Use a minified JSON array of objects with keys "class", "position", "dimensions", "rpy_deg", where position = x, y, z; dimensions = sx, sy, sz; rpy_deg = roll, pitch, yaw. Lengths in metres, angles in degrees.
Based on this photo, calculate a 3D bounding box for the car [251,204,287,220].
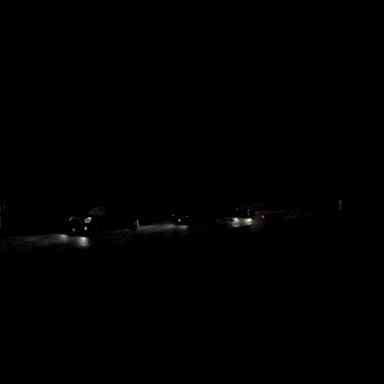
[{"class":"car","position":[8.407,2.217,35.214],"dimensions":[1.895,1.301,4.718],"rpy_deg":[0,-1,36]}]

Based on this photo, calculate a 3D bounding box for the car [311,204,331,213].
[{"class":"car","position":[19.972,2.493,51.383],"dimensions":[2.033,1.411,5.357],"rpy_deg":[0,-1,36]}]

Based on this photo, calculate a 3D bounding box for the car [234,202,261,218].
[{"class":"car","position":[6.638,1.974,37.792],"dimensions":[2.097,1.767,4.553],"rpy_deg":[0,-1,36]}]

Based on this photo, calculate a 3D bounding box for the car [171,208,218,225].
[{"class":"car","position":[0.259,2.038,28.896],"dimensions":[1.895,1.301,4.718],"rpy_deg":[0,-1,36]}]

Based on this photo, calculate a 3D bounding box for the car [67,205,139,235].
[{"class":"car","position":[-5.456,1.620,20.827],"dimensions":[2.097,1.767,4.553],"rpy_deg":[0,-1,35]}]
